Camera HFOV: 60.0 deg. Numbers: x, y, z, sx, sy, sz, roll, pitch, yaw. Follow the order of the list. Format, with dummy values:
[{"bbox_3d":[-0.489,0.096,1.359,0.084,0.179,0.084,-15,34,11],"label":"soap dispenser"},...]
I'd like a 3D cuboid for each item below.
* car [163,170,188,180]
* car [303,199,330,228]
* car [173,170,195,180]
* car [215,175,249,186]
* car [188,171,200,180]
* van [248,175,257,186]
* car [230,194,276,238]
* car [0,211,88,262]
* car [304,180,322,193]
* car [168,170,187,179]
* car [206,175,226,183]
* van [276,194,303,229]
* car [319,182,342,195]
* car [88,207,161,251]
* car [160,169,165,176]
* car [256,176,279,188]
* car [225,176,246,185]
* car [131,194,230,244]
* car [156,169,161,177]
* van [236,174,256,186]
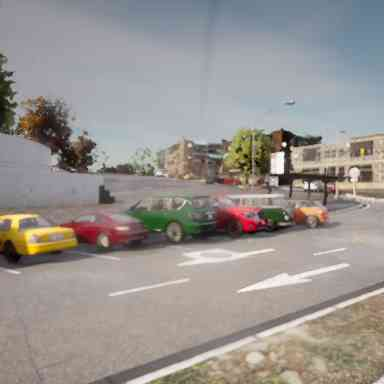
[{"bbox_3d":[-3.322,-3.238,67.759,1.994,1.385,4.181,1,4,-36],"label":"car"},{"bbox_3d":[6.027,1.206,20.682,4.553,1.767,2.185,-1,0,35],"label":"car"},{"bbox_3d":[-1.808,-4.207,81.094,2.435,2.045,5.566,7,4,34],"label":"car"},{"bbox_3d":[6.422,-1.717,54.117,1.882,1.535,5.008,1,5,-36],"label":"car"},{"bbox_3d":[0.055,-3.688,78.843,1.946,1.575,5.366,6,4,34],"label":"car"},{"bbox_3d":[12.106,-2.006,61.394,1.878,1.987,4.442,7,4,35],"label":"van"},{"bbox_3d":[1.088,1.138,17.247,5.566,2.045,2.435,-1,-1,35],"label":"car"},{"bbox_3d":[-6.441,1.479,12.136,5.366,1.575,1.946,-1,0,34],"label":"car"},{"bbox_3d":[19.115,-0.946,51.674,2.435,2.045,5.566,6,4,35],"label":"car"},{"bbox_3d":[-3.611,-4.358,83.553,2.185,1.767,4.553,6,3,33],"label":"car"},{"bbox_3d":[5.191,-2.830,71.354,2.002,1.452,4.674,6,4,34],"label":"car"},{"bbox_3d":[3.622,1.133,18.924,4.442,1.987,1.878,-1,-1,35],"label":"van"},{"bbox_3d":[20.819,-0.384,49.210,2.002,1.452,4.674,6,4,35],"label":"car"},{"bbox_3d":[-3.839,1.489,13.771,4.674,1.452,2.002,-1,0,35],"label":"car"},{"bbox_3d":[-5.350,-4.591,86.017,2.185,1.767,4.553,4,1,33],"label":"car"},{"bbox_3d":[13.877,-1.509,59.040,2.231,1.521,4.892,6,4,35],"label":"car"},{"bbox_3d":[8.784,-2.329,66.585,1.946,1.575,5.366,6,4,35],"label":"car"},{"bbox_3d":[-1.420,1.169,15.534,5.566,2.045,2.435,-1,0,35],"label":"car"},{"bbox_3d":[-7.131,-4.867,88.357,2.435,2.045,5.566,1,-1,34],"label":"car"},{"bbox_3d":[10.367,-2.278,63.859,1.878,1.987,4.442,7,4,35],"label":"van"}]
